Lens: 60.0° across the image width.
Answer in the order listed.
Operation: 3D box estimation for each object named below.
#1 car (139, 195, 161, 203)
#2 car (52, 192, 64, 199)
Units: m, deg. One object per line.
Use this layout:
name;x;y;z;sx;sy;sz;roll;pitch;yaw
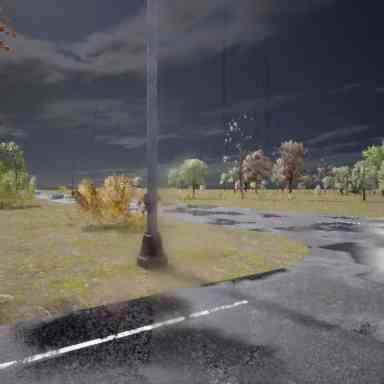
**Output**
car;-6.515;0.961;50.776;1.837;1.490;4.892;-1;1;-35
car;-28.410;0.735;70.520;1.994;1.385;4.181;-1;1;-31
